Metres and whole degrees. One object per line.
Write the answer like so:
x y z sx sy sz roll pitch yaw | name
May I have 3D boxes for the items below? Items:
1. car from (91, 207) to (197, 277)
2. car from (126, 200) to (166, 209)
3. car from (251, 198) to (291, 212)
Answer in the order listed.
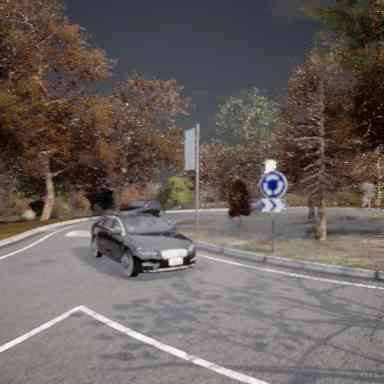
-1.693 1.430 10.264 2.128 1.511 4.902 0 0 -32 | car
-3.691 1.344 25.200 2.128 1.511 4.902 0 0 22 | car
7.944 1.361 35.961 5.357 1.411 2.033 -1 1 -16 | car
